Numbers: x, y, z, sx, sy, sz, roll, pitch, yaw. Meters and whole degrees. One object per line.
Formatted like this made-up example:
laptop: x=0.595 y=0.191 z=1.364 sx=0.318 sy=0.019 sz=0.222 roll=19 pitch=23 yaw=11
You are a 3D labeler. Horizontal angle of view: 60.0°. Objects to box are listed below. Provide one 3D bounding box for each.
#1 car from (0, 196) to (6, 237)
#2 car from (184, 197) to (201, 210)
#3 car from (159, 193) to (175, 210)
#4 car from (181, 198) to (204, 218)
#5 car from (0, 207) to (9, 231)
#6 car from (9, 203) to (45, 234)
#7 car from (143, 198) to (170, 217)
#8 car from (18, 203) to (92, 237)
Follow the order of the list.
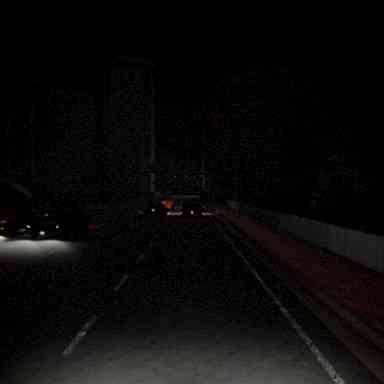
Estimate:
car: x=-10.592 y=1.229 z=14.234 sx=2.150 sy=2.045 sz=5.566 roll=0 pitch=0 yaw=0
car: x=0.107 y=1.513 z=43.922 sx=2.128 sy=1.511 sz=4.902 roll=0 pitch=0 yaw=1
car: x=-3.438 y=1.373 z=43.825 sx=2.097 sy=1.767 sz=4.553 roll=0 pitch=0 yaw=0
car: x=0.038 y=1.519 z=30.946 sx=1.837 sy=1.490 sz=4.892 roll=0 pitch=0 yaw=1
car: x=-7.100 y=1.226 z=8.019 sx=2.150 sy=2.045 sz=5.566 roll=0 pitch=0 yaw=0
car: x=-10.503 y=1.574 z=19.220 sx=1.994 sy=1.385 sz=4.181 roll=0 pitch=0 yaw=0
car: x=-3.460 y=1.579 z=31.708 sx=1.994 sy=1.385 sz=4.181 roll=0 pitch=0 yaw=0
car: x=-7.088 y=1.557 z=18.401 sx=2.033 sy=1.411 sz=5.357 roll=0 pitch=0 yaw=0
